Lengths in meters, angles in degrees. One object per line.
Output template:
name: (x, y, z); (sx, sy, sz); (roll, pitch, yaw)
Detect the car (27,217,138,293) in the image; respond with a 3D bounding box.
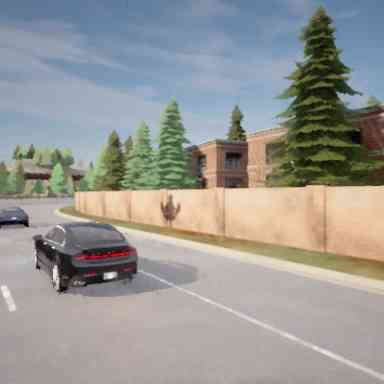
car: (-3.139, 1.585, 9.293); (1.837, 1.490, 4.892); (0, 0, -34)

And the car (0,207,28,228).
car: (-13.204, 1.766, 24.262); (1.994, 1.385, 4.181); (0, -1, -34)
